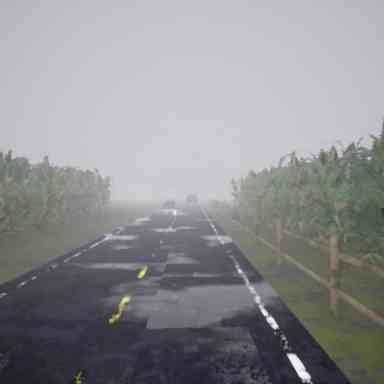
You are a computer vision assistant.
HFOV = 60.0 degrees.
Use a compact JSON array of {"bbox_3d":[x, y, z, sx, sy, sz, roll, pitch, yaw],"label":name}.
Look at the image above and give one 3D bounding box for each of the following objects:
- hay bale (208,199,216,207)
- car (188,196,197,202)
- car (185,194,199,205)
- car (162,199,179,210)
[{"bbox_3d":[3.143,1.713,52.347,1.220,1.180,1.240,1,0,0],"label":"hay bale"},{"bbox_3d":[0.021,1.516,76.352,1.994,1.385,4.181,0,0,0],"label":"car"},{"bbox_3d":[0.016,1.293,60.226,2.150,2.045,5.566,0,0,0],"label":"car"},{"bbox_3d":[-2.820,1.606,43.988,1.994,1.385,4.181,0,0,0],"label":"car"}]
